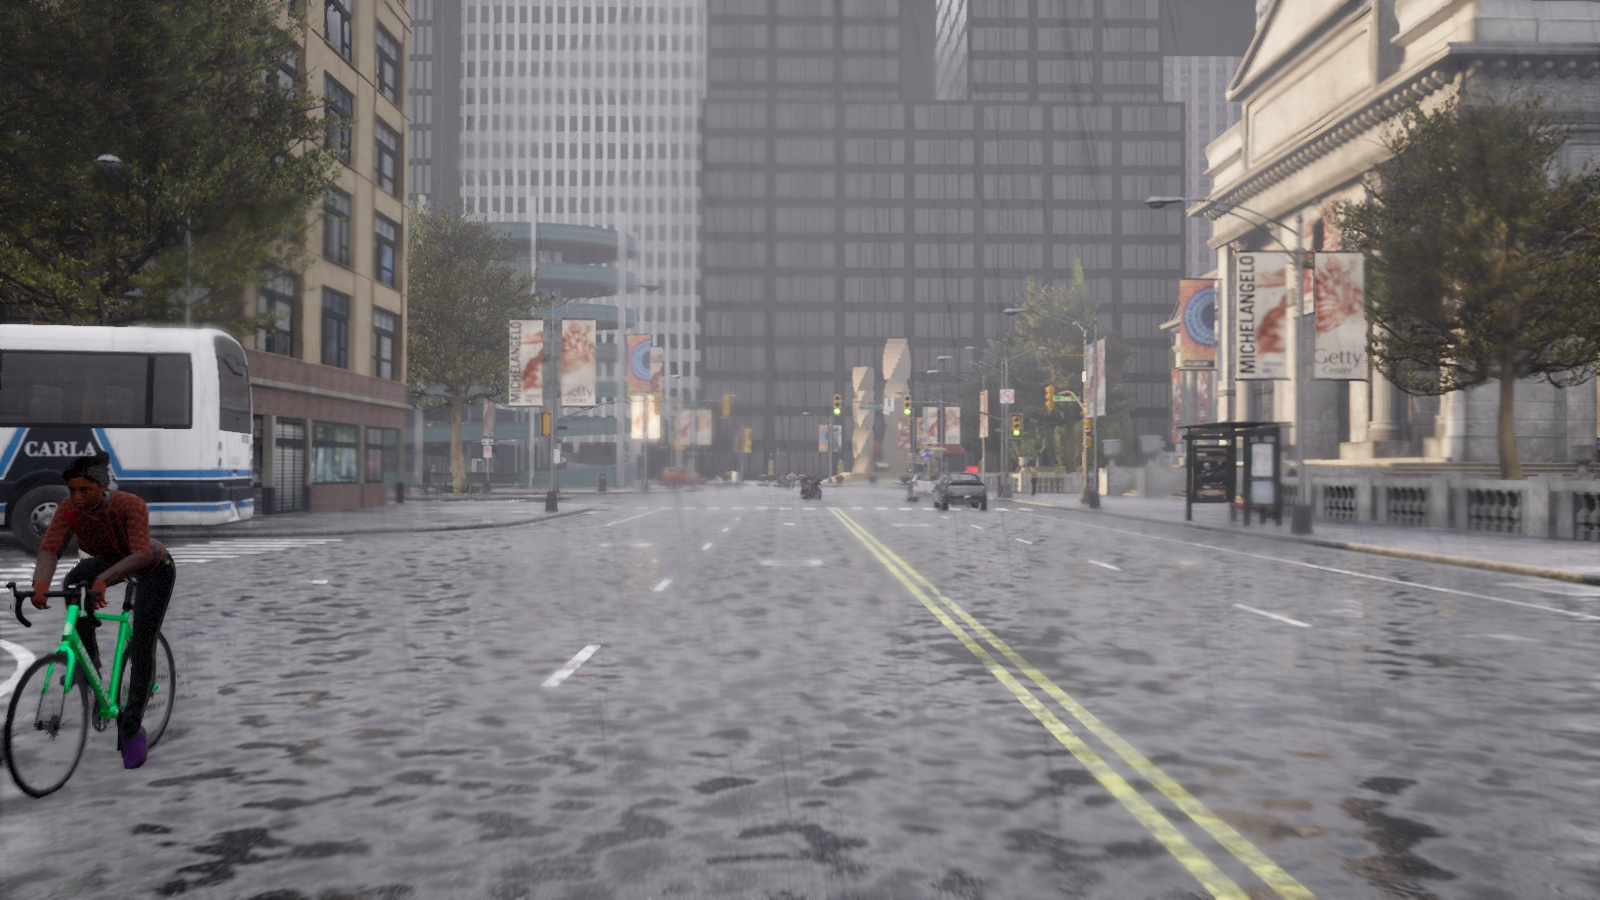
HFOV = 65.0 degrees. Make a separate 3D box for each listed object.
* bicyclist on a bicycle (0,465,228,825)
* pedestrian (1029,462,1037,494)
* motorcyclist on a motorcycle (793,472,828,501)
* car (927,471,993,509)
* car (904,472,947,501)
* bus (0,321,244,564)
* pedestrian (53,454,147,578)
[{"bbox_3d":[-3.612,0.892,6.512,0.582,1.620,1.656,0,-1,-2],"label":"bicyclist on a bicycle"},{"bbox_3d":[13.605,1.637,73.194,0.345,1.836,0.594,0,-1,0],"label":"pedestrian"},{"bbox_3d":[0.557,1.999,68.799,0.866,1.530,2.191,-1,-1,-30],"label":"motorcyclist on a motorcycle"},{"bbox_3d":[6.650,1.624,52.717,2.128,1.511,4.902,0,-1,0],"label":"car"},{"bbox_3d":[6.561,1.905,66.008,1.845,1.501,3.633,0,-1,0],"label":"car"},{"bbox_3d":[-16.357,-0.096,23.543,10.273,4.253,3.944,0,-1,-12],"label":"bus"},{"bbox_3d":[-10.776,0.992,19.350,0.874,1.855,0.900,0,-1,14],"label":"pedestrian"}]
